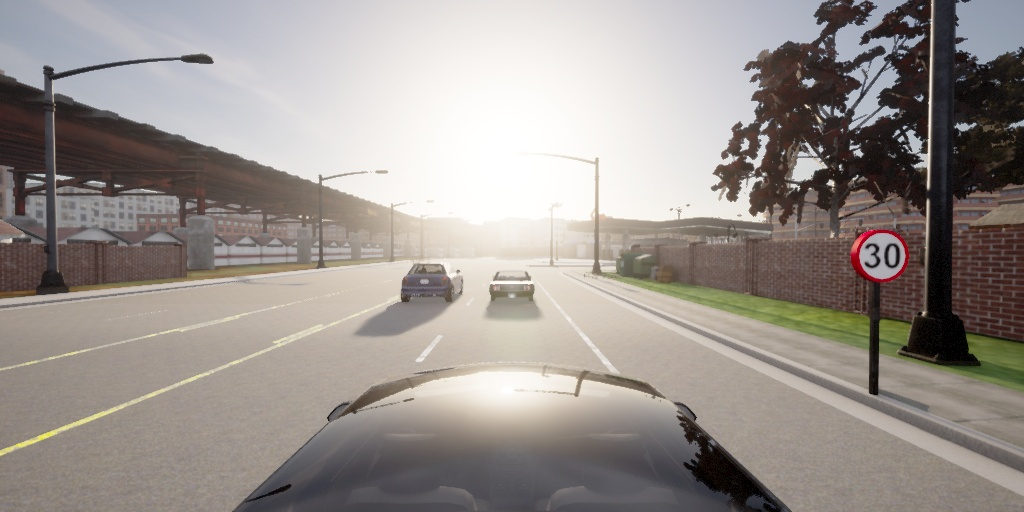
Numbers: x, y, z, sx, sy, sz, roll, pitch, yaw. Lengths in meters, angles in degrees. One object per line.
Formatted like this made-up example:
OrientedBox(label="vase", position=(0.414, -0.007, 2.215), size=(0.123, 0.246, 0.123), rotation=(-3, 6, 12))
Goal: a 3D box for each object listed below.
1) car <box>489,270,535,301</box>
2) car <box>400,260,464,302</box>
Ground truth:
OrientedBox(label="car", position=(0.000, 1.273, 16.524), size=(1.895, 1.301, 4.718), rotation=(0, 1, 0))
OrientedBox(label="car", position=(-3.500, 1.024, 16.461), size=(2.097, 1.767, 4.553), rotation=(0, 1, 0))
